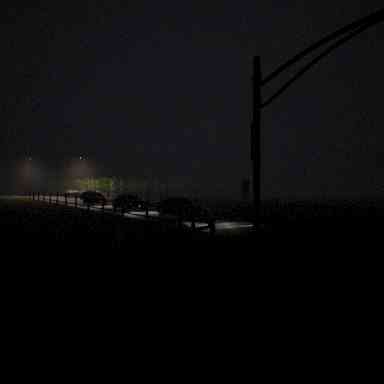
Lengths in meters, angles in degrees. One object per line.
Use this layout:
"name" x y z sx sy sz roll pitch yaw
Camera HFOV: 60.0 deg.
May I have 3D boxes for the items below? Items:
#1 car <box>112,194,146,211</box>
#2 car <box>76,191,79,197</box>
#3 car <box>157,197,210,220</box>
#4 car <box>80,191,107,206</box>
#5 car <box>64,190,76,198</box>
"car" -6.124 0.970 31.959 1.837 1.490 4.892 0 1 -35
"car" -16.482 0.540 53.260 1.882 1.535 5.008 0 1 -35
"car" -0.720 1.114 24.208 1.882 1.535 5.008 0 1 -35
"car" -11.737 0.815 40.027 1.812 1.442 4.674 0 1 -35
"car" -22.405 0.375 61.745 2.128 1.511 4.902 0 1 -35
